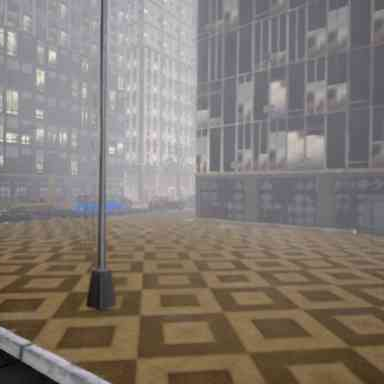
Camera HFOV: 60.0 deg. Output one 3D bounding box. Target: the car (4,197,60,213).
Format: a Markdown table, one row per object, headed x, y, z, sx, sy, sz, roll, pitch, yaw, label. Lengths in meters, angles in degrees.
| x | y | z | sx | sy | sz | roll | pitch | yaw | label |
| --- | --- | --- | --- | --- | --- | --- | --- | --- | --- |
| -14.930 | 1.147 | 31.216 | 1.752 | 1.417 | 4.829 | 1 | 1 | 38 | car |

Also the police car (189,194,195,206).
| x | y | z | sx | sy | sz | roll | pitch | yaw | label |
| --- | --- | --- | --- | --- | --- | --- | --- | --- | --- |
| -0.207 | 1.108 | 45.928 | 1.930 | 1.638 | 5.238 | 1 | 1 | 38 | police car |

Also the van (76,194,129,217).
| x | y | z | sx | sy | sz | roll | pitch | yaw | label |
| --- | --- | --- | --- | --- | --- | --- | --- | --- | --- |
| -7.538 | 1.079 | 27.502 | 1.690 | 1.788 | 3.998 | 1 | 1 | 38 | van |

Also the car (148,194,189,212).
| x | y | z | sx | sy | sz | roll | pitch | yaw | label |
| --- | --- | --- | --- | --- | --- | --- | --- | --- | --- |
| -2.578 | 1.186 | 34.133 | 1.967 | 1.590 | 4.097 | 1 | 1 | 38 | car |

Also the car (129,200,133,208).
| x | y | z | sx | sy | sz | roll | pitch | yaw | label |
| --- | --- | --- | --- | --- | --- | --- | --- | --- | --- |
| -8.824 | 1.216 | 38.940 | 1.802 | 1.307 | 4.206 | 1 | 1 | 38 | car |
